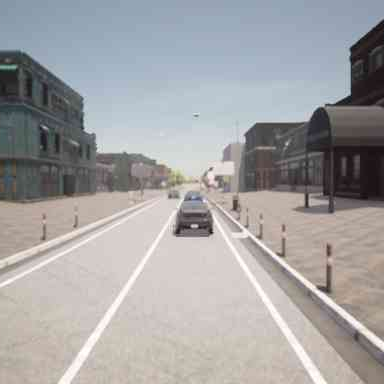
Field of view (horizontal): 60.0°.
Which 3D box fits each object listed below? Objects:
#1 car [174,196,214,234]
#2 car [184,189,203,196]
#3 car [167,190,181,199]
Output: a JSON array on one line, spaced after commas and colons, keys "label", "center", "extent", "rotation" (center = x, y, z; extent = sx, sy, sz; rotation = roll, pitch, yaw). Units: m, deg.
[{"label": "car", "center": [0.123, 1.238, 17.566], "extent": [1.837, 1.490, 4.892], "rotation": [0, 2, 0]}, {"label": "car", "center": [0.162, 0.541, 36.502], "extent": [2.097, 1.767, 4.553], "rotation": [0, 2, 0]}, {"label": "car", "center": [-2.905, 0.387, 53.674], "extent": [1.837, 1.490, 4.892], "rotation": [0, 0, 0]}]
